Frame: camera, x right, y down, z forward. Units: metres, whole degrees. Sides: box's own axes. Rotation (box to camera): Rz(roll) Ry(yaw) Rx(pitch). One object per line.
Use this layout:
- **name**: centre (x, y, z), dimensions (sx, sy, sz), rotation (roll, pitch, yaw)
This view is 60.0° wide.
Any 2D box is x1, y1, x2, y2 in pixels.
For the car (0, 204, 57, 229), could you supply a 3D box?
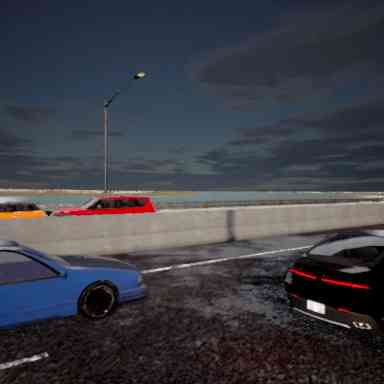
- **car**: centre (-11.729, 1.547, 21.362), dimensions (5.357, 1.411, 2.033), rotation (0, 0, -35)

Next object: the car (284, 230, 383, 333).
- **car**: centre (3.869, 1.507, 6.486), dimensions (4.892, 1.490, 1.837), rotation (0, 0, -35)

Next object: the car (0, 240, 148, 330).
- **car**: centre (-3.479, 1.547, 5.561), dimensions (5.357, 1.411, 2.033), rotation (0, 0, -35)

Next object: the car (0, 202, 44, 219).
- **car**: centre (-10.343, 1.350, 18.056), dimensions (4.553, 1.767, 2.097), rotation (0, 0, -35)

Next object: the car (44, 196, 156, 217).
- **car**: centre (-4.581, 1.227, 17.811), dimensions (5.566, 2.045, 2.150), rotation (1, 0, -35)
